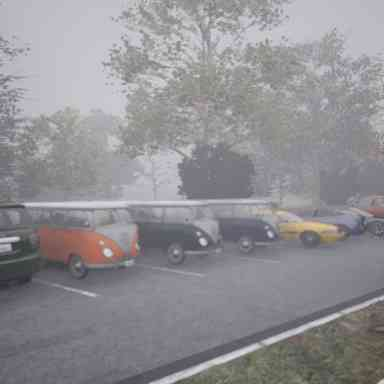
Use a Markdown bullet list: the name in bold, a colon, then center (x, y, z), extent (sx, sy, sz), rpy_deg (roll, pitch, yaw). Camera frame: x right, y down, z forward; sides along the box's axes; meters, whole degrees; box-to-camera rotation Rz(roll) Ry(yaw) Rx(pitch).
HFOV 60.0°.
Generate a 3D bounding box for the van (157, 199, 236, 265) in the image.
- **van**: center (-1.001, 1.273, 11.543), extent (4.442, 1.987, 1.878), rpy_deg (-1, -1, 35)

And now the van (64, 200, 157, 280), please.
- **van**: center (-3.422, 1.275, 9.812), extent (4.442, 1.987, 1.878), rpy_deg (-1, -1, 35)

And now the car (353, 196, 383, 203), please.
- **car**: center (10.984, 1.240, 20.271), extent (5.566, 2.045, 2.435), rpy_deg (-1, 0, 34)

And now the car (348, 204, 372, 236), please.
- **car**: center (6.144, 1.525, 16.808), extent (4.792, 1.488, 2.163), rpy_deg (-1, -1, 34)

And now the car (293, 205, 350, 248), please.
- **car**: center (3.904, 1.491, 14.960), extent (5.366, 1.575, 1.946), rpy_deg (-1, -1, 35)

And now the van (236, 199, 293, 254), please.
- **van**: center (1.423, 1.271, 13.275), extent (4.442, 1.987, 1.878), rpy_deg (-1, -1, 34)

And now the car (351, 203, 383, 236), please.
- **car**: center (8.618, 1.522, 18.511), extent (4.792, 1.488, 2.163), rpy_deg (-1, -1, 34)

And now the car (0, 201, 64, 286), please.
- **car**: center (-5.969, 1.254, 8.162), extent (5.566, 2.045, 2.435), rpy_deg (-1, 0, 34)
